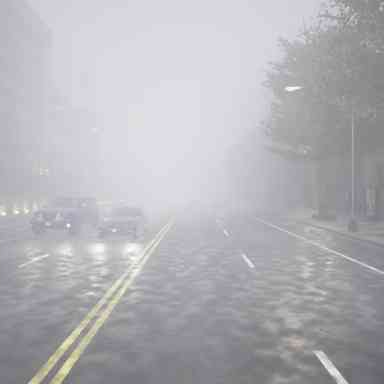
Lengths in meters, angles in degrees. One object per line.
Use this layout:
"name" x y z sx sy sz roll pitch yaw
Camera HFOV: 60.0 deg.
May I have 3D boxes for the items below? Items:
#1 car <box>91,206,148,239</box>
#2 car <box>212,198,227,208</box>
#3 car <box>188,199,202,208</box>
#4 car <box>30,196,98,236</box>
"car" -3.446 1.506 17.306 1.837 1.490 4.892 0 0 1
"car" 3.911 1.564 47.306 1.994 1.385 4.181 0 0 0
"car" 0.420 1.601 48.240 1.895 1.301 4.718 0 0 0
"car" -6.925 1.225 18.888 2.150 2.045 5.566 0 0 1
